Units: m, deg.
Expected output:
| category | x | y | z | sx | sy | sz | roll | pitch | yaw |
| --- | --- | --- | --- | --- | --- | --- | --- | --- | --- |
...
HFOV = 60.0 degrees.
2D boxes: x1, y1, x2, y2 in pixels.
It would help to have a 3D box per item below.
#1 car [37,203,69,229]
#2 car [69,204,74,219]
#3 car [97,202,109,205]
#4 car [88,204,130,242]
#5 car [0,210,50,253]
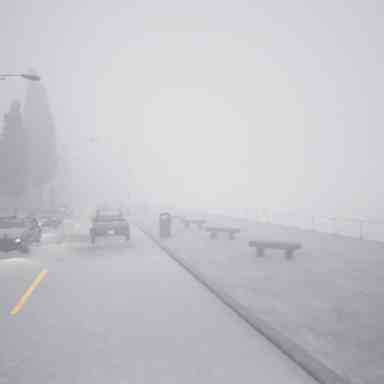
| category | x | y | z | sx | sy | sz | roll | pitch | yaw |
| --- | --- | --- | --- | --- | --- | --- | --- | --- | --- |
| car | -10.599 | 1.843 | 24.378 | 2.128 | 1.511 | 4.902 | -2 | 0 | -15 |
| car | -13.327 | 1.952 | 34.357 | 1.837 | 1.490 | 4.892 | -2 | 0 | -15 |
| car | -12.182 | 2.027 | 45.866 | 1.895 | 1.301 | 4.718 | -2 | 0 | -15 |
| car | -4.334 | 1.644 | 17.455 | 2.128 | 1.511 | 4.902 | -2 | 0 | -15 |
| car | -7.999 | 1.809 | 14.953 | 2.033 | 1.411 | 5.357 | -2 | 0 | -15 |
